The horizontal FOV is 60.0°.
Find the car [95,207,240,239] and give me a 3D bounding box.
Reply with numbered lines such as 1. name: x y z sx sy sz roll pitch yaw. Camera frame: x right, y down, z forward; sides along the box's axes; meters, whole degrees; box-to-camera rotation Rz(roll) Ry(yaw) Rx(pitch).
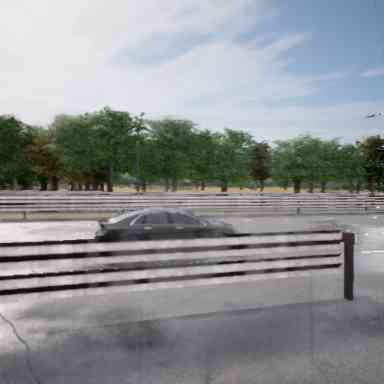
1. car: -0.710 1.296 11.206 4.892 1.490 1.837 0 1 -18
